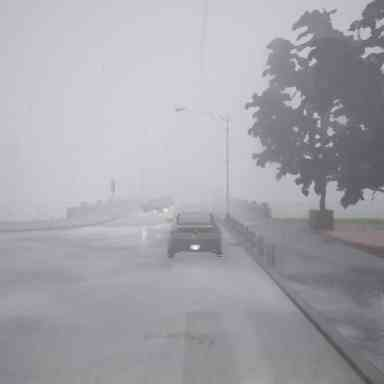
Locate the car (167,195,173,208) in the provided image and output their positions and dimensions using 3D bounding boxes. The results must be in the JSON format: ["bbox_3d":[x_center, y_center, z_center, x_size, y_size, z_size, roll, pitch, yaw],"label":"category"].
[{"bbox_3d":[-4.095,1.485,45.678,1.895,1.301,4.718,0,0,0],"label":"car"}]

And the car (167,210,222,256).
[{"bbox_3d":[0.089,1.472,12.865,1.837,1.490,4.892,0,0,0],"label":"car"}]

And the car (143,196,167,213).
[{"bbox_3d":[-4.115,1.413,36.284,1.837,1.490,4.892,0,0,0],"label":"car"}]
